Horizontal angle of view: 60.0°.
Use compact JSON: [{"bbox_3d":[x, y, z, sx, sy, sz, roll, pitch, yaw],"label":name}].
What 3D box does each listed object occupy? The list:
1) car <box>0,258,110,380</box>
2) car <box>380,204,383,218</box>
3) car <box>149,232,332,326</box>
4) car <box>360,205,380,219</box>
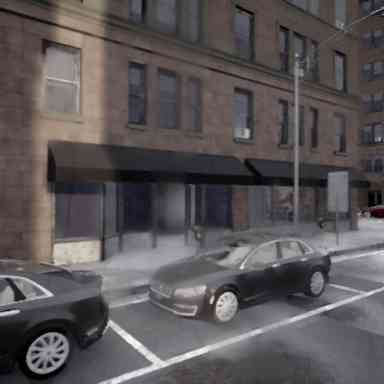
[{"bbox_3d":[-3.195,1.555,3.902,4.403,1.369,2.008,0,0,-36],"label":"car"},{"bbox_3d":[9.998,1.408,13.370,5.009,1.841,2.192,0,0,-36],"label":"car"},{"bbox_3d":[1.202,1.585,7.058,4.403,1.369,2.008,0,0,-36],"label":"car"},{"bbox_3d":[17.114,1.610,28.500,1.882,1.535,5.008,1,0,-34],"label":"car"}]
